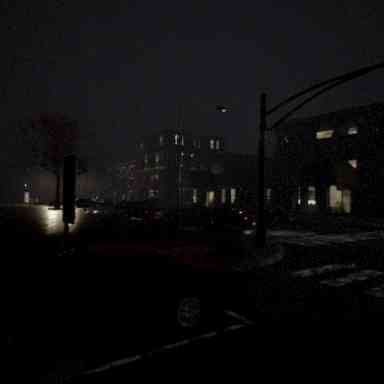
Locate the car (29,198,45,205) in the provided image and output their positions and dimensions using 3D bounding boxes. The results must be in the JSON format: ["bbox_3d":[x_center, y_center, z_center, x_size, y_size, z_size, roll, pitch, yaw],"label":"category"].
[{"bbox_3d":[-32.418,2.001,70.213,1.947,1.339,4.313,1,-1,-35],"label":"car"}]

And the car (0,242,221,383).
[{"bbox_3d":[-1.568,1.562,5.388,4.507,1.381,1.887,1,0,-36],"label":"car"}]

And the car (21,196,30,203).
[{"bbox_3d":[-38.650,2.015,79.195,1.752,1.417,4.829,1,-1,-35],"label":"car"}]

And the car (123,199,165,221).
[{"bbox_3d":[-4.043,1.625,29.097,1.967,1.590,4.097,1,-1,-35],"label":"car"}]

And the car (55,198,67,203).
[{"bbox_3d":[-35.029,2.274,88.673,2.008,1.369,4.403,1,-1,-35],"label":"car"}]

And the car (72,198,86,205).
[{"bbox_3d":[-25.632,2.165,75.131,1.752,1.417,4.829,1,-1,-35],"label":"car"}]

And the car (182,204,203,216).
[{"bbox_3d":[0.531,1.998,37.650,1.802,1.307,4.206,1,-1,-35],"label":"car"}]

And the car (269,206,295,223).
[{"bbox_3d":[6.780,1.914,28.644,2.008,1.369,4.403,1,-1,-35],"label":"car"}]

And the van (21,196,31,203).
[{"bbox_3d":[-41.910,1.860,83.898,1.690,1.788,3.998,1,-1,-35],"label":"van"}]

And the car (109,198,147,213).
[{"bbox_3d":[-7.458,1.790,38.804,2.128,1.511,4.902,2,-1,-35],"label":"car"}]

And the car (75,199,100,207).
[{"bbox_3d":[-16.543,1.694,52.069,1.895,1.301,4.718,2,-1,-35],"label":"car"}]

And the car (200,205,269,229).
[{"bbox_3d":[2.894,1.812,23.866,1.895,1.301,4.718,2,-1,-35],"label":"car"}]

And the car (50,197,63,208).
[{"bbox_3d":[-22.828,1.876,56.392,1.752,1.417,4.829,1,-1,-35],"label":"car"}]

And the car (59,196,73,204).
[{"bbox_3d":[-31.861,2.010,84.116,2.192,1.841,5.009,1,-1,-35],"label":"car"}]

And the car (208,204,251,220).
[{"bbox_3d":[3.655,1.956,33.148,1.947,1.339,4.313,1,-1,-35],"label":"car"}]

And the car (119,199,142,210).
[{"bbox_3d":[-9.671,1.942,52.220,1.967,1.590,4.097,1,-1,-35],"label":"car"}]

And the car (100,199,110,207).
[{"bbox_3d":[-16.041,1.996,61.310,1.967,1.590,4.097,1,-1,-35],"label":"car"}]
